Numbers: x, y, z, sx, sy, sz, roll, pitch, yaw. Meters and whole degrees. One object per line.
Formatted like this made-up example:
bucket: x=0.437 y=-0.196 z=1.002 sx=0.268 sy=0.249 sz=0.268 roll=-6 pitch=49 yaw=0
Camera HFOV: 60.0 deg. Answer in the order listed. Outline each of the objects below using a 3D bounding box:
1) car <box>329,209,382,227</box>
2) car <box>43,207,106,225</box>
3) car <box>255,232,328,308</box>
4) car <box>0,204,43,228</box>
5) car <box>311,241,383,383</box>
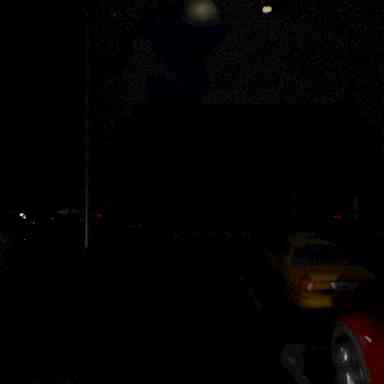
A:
car: x=12.820 y=1.830 z=24.061 sx=5.357 sy=1.411 sz=2.033 roll=0 pitch=-1 yaw=0
car: x=-9.774 y=1.930 z=26.945 sx=5.357 sy=1.411 sz=2.033 roll=0 pitch=-1 yaw=0
car: x=2.641 y=1.635 z=8.082 sx=1.752 sy=1.417 sz=4.829 roll=0 pitch=-1 yaw=0
car: x=-13.656 y=1.682 z=23.984 sx=4.553 sy=1.767 sz=2.097 roll=0 pitch=-1 yaw=0
car: x=2.643 y=1.475 z=2.476 sx=1.967 sy=1.590 sz=4.097 roll=0 pitch=-1 yaw=0
